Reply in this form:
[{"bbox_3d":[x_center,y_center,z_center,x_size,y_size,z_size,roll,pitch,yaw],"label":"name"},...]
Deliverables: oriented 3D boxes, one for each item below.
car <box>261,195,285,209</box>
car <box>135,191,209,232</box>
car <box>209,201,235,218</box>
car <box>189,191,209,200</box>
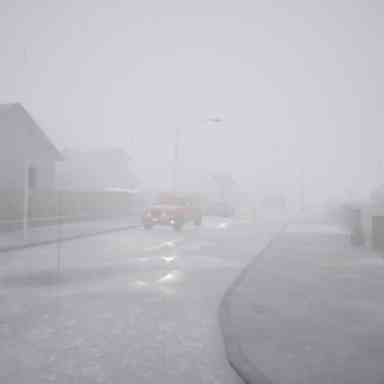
[{"bbox_3d":[12.371,1.406,50.973,2.150,2.045,5.566,1,0,-7],"label":"car"},{"bbox_3d":[-1.013,1.145,20.320,2.150,2.045,5.566,2,0,20],"label":"car"},{"bbox_3d":[2.556,1.553,30.054,1.994,1.385,4.181,2,0,20],"label":"car"},{"bbox_3d":[1.515,0.828,72.704,3.866,1.878,1.905,1,0,-35],"label":"car"}]
